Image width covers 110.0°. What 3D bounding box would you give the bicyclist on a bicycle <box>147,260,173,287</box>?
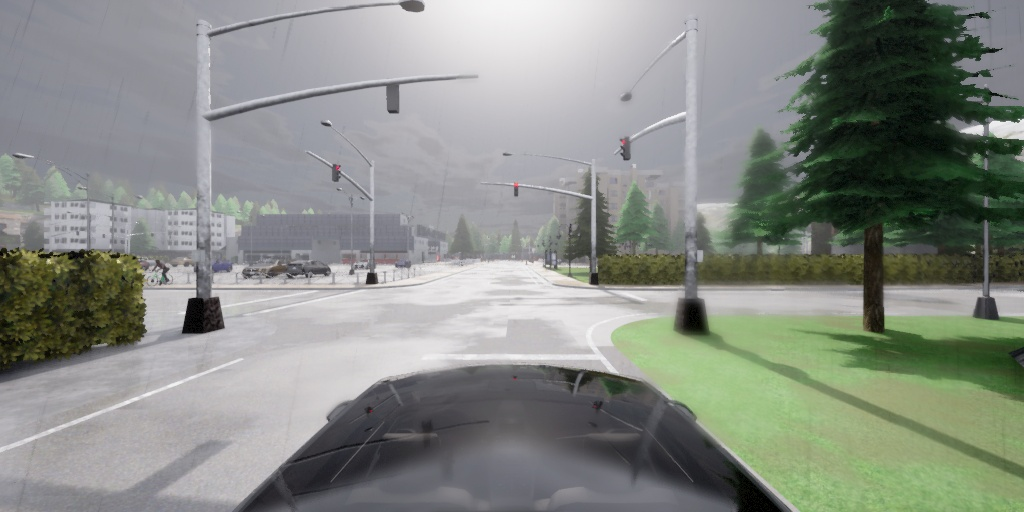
[{"bbox_3d":[-21.759,1.050,22.176,0.582,1.620,1.656,0,0,1],"label":"bicyclist on a bicycle"}]
